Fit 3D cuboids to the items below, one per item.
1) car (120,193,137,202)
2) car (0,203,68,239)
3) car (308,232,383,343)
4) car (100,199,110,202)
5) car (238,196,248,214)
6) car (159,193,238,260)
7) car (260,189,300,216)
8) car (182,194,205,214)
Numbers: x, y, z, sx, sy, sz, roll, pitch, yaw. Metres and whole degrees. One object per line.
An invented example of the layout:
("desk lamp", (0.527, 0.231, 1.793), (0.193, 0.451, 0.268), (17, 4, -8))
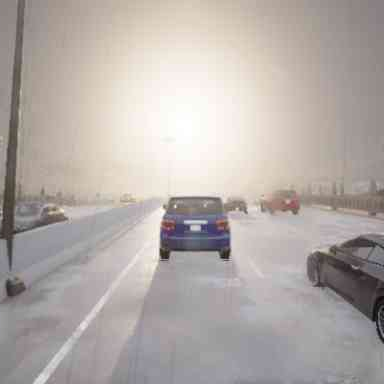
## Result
("car", (-10.520, 1.074, 55.491), (2.150, 2.045, 5.566), (0, -5, 0))
("car", (-7.105, 1.257, 14.769), (2.128, 1.511, 4.902), (0, 1, 0))
("car", (3.597, 1.432, 5.853), (1.812, 1.442, 4.674), (0, 1, 0))
("car", (-14.021, 1.375, 55.496), (2.128, 1.511, 4.902), (0, -5, 0))
("car", (3.589, 1.052, 28.699), (1.837, 1.490, 4.892), (0, 1, 0))
("car", (0.095, 1.034, 11.814), (2.150, 2.045, 5.566), (0, 1, 0))
("car", (7.090, 0.791, 27.288), (2.150, 2.045, 5.566), (0, 1, 0))
("car", (0.089, 1.005, 29.904), (1.882, 1.535, 5.008), (0, 1, 0))
